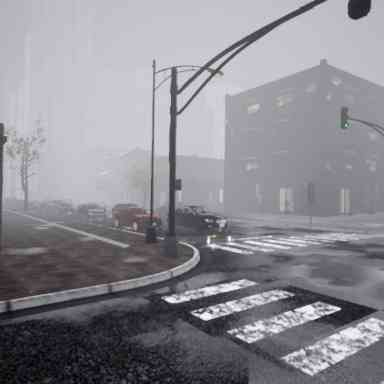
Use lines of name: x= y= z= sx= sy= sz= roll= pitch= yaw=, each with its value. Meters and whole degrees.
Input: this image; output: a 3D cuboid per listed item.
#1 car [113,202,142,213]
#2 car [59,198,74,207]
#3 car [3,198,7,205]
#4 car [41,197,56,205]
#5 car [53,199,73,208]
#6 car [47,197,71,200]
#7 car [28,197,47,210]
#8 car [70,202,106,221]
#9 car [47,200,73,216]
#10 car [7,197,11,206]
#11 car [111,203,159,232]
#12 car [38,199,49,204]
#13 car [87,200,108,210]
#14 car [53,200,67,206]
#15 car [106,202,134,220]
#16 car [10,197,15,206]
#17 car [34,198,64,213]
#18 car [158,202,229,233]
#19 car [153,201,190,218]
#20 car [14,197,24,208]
car: x=-8.338 y=1.959 z=42.921 sx=2.008 sy=1.369 sz=4.403 roll=1 pitch=-1 yaw=-35
car: x=-25.233 y=2.107 z=66.872 sx=1.967 sy=1.590 sz=4.097 roll=1 pitch=-1 yaw=-35
car: x=-38.441 y=1.926 z=71.144 sx=2.192 sy=1.841 sz=5.009 roll=1 pitch=-1 yaw=-35
car: x=-34.743 y=2.133 z=80.477 sx=2.192 sy=1.841 sz=5.009 roll=1 pitch=-1 yaw=-35
car: x=-23.032 y=2.042 z=59.227 sx=2.128 sy=1.511 sz=4.902 roll=1 pitch=-1 yaw=-35
car: x=-20.030 y=1.940 z=49.513 sx=1.837 sy=1.490 sz=4.892 roll=1 pitch=-1 yaw=-35
car: x=-22.718 y=1.887 z=48.546 sx=1.752 sy=1.417 sz=4.829 roll=1 pitch=-1 yaw=-35
car: x=-8.584 y=1.726 z=28.207 sx=1.802 sy=1.307 sz=4.206 roll=1 pitch=-1 yaw=-35
car: x=-13.741 y=1.788 z=35.585 sx=1.947 sy=1.339 sz=4.313 roll=1 pitch=-1 yaw=-35
car: x=-35.272 y=2.127 z=66.607 sx=1.947 sy=1.339 sz=4.313 roll=1 pitch=-1 yaw=-35
car: x=-3.426 y=1.612 z=20.831 sx=1.887 sy=1.381 sz=4.507 roll=1 pitch=-1 yaw=-35
car: x=-38.011 y=2.395 z=85.149 sx=1.752 sy=1.417 sz=4.829 roll=1 pitch=-1 yaw=-35
car: x=-14.820 y=2.031 z=52.098 sx=1.752 sy=1.417 sz=4.829 roll=1 pitch=-1 yaw=-35
car: x=-28.403 y=2.299 z=71.405 sx=1.802 sy=1.307 sz=4.206 roll=1 pitch=-1 yaw=-35
car: x=-5.381 y=1.686 z=28.388 sx=1.837 sy=1.490 sz=4.892 roll=1 pitch=-2 yaw=-35
car: x=-32.101 y=2.077 z=62.072 sx=1.947 sy=1.339 sz=4.313 roll=1 pitch=-1 yaw=-35
car: x=-18.041 y=1.839 z=41.785 sx=2.008 sy=1.369 sz=4.403 roll=1 pitch=-1 yaw=-35
car: x=0.247 y=1.588 z=20.335 sx=2.128 sy=1.511 sz=4.902 roll=1 pitch=-1 yaw=-35
car: x=-2.134 y=1.754 z=34.060 sx=1.967 sy=1.590 sz=4.097 roll=1 pitch=-1 yaw=-35
car: x=-29.113 y=2.008 z=57.785 sx=1.887 sy=1.381 sz=4.507 roll=1 pitch=-1 yaw=-35
